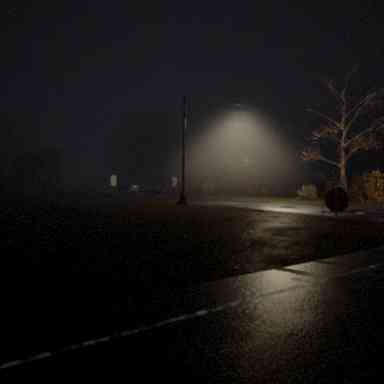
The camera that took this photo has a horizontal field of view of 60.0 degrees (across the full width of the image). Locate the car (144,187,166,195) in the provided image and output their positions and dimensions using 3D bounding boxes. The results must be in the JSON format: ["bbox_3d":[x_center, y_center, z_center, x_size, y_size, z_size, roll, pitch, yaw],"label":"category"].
[{"bbox_3d":[-6.334,-0.246,55.672,1.895,1.301,4.718,0,2,-36],"label":"car"}]

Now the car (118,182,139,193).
[{"bbox_3d":[-12.157,-0.950,63.792,2.150,2.045,5.566,0,2,-36],"label":"car"}]
